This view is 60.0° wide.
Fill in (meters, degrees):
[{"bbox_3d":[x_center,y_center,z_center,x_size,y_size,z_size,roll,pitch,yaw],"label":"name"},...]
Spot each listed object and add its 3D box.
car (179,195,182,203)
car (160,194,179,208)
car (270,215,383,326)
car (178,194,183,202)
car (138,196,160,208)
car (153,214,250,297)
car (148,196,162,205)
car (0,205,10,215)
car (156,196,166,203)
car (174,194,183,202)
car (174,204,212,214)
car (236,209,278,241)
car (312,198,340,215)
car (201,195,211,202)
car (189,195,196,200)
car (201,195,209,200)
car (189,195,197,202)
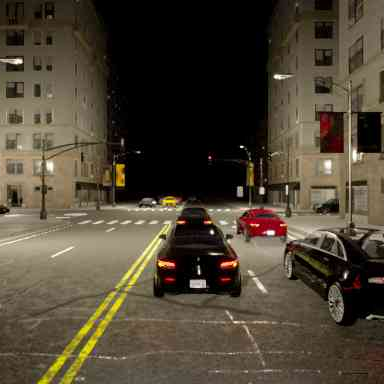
[{"bbox_3d":[-3.237,1.618,58.752,1.895,1.301,4.718,0,0,0],"label":"car"},{"bbox_3d":[-3.277,1.493,49.414,1.882,1.535,5.008,0,0,-1],"label":"car"},{"bbox_3d":[3.348,1.492,7.027,2.128,1.511,4.902,0,0,1],"label":"car"},{"bbox_3d":[-3.154,1.370,68.204,2.097,1.767,4.553,0,0,0],"label":"car"},{"bbox_3d":[-6.492,1.563,49.125,2.033,1.411,5.357,0,0,4],"label":"car"},{"bbox_3d":[0.109,1.527,8.425,1.812,1.442,4.674,0,0,0],"label":"car"},{"bbox_3d":[-6.487,1.522,58.864,1.837,1.490,4.892,0,0,0],"label":"car"},{"bbox_3d":[-19.708,1.547,31.626,4.181,1.385,1.994,0,0,1],"label":"car"},{"bbox_3d":[-6.392,1.544,69.016,1.812,1.442,4.674,0,0,0],"label":"car"},{"bbox_3d":[-3.127,1.350,78.165,2.097,1.767,4.553,0,0,0],"label":"car"},{"bbox_3d":[0.125,1.529,17.334,1.812,1.442,4.674,0,0,0],"label":"car"},{"bbox_3d":[3.273,1.528,16.122,1.812,1.442,4.674,0,0,0],"label":"car"},{"bbox_3d":[14.814,1.409,34.384,4.553,1.767,2.097,0,0,1],"label":"car"},{"bbox_3d":[3.373,1.553,78.062,2.033,1.411,5.357,0,0,0],"label":"car"},{"bbox_3d":[0.139,1.437,88.487,1.994,1.385,4.181,0,0,0],"label":"car"},{"bbox_3d":[3.389,1.437,88.482,1.994,1.385,4.181,0,0,0],"label":"car"},{"bbox_3d":[0.124,1.609,78.514,1.895,1.301,4.718,0,0,0],"label":"car"}]
